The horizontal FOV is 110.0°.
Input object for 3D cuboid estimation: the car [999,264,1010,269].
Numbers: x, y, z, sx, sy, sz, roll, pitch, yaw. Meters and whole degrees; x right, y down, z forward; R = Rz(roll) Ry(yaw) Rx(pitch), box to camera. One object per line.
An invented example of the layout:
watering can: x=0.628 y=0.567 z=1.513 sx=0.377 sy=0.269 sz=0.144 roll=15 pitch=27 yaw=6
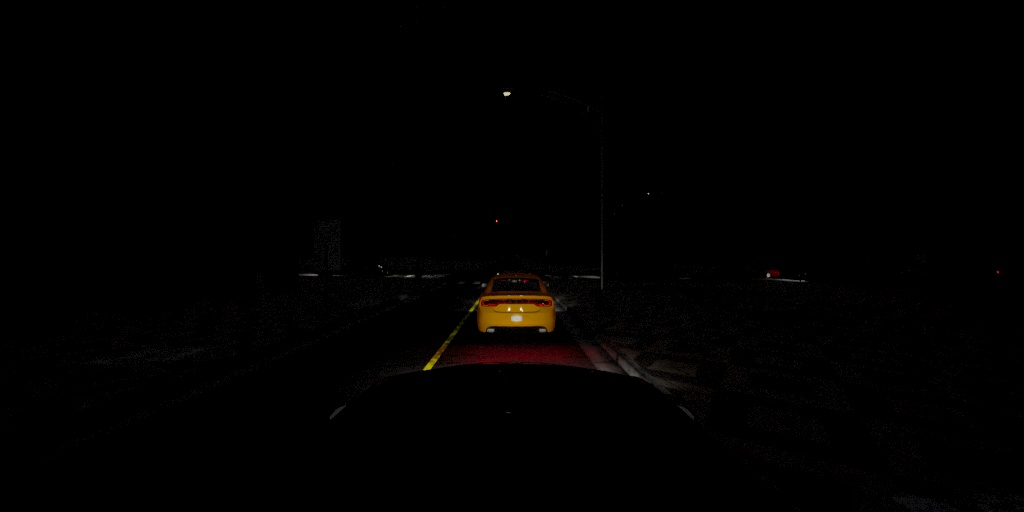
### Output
car: x=48.972 y=1.771 z=33.564 sx=5.566 sy=2.045 sz=2.150 roll=1 pitch=0 yaw=0

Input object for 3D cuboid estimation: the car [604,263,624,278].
car: x=11.907 y=1.448 z=36.794 sx=4.892 sy=1.490 sz=1.837 roll=1 pitch=0 yaw=0

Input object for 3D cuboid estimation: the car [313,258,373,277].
car: x=-14.760 y=1.110 z=30.863 sx=4.403 sy=1.370 sz=2.007 roll=0 pitch=0 yaw=0

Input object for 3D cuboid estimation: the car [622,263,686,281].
car: x=12.147 y=1.517 z=30.936 sx=4.313 sy=1.339 sz=1.948 roll=0 pitch=0 yaw=0

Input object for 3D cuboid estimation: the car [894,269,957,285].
car: x=34.720 y=1.857 z=30.917 sx=4.507 sy=1.381 sz=1.888 roll=0 pitch=0 yaw=0

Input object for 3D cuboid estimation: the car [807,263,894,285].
car: x=29.077 y=1.534 z=30.922 sx=5.009 sy=1.841 sz=2.192 roll=0 pitch=0 yaw=0

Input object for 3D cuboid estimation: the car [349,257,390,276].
car: x=-13.877 y=0.922 z=33.575 sx=4.553 sy=1.767 sz=2.097 roll=1 pitch=0 yaw=1

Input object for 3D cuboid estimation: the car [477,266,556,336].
car: x=0.105 y=1.226 z=10.384 sx=1.882 sy=1.535 sz=5.008 roll=0 pitch=0 yaw=0

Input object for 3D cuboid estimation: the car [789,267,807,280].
car: x=31.890 y=1.765 z=36.768 sx=4.892 sy=1.490 sz=1.837 roll=1 pitch=0 yaw=0

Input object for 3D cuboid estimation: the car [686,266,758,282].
car: x=17.960 y=1.564 z=30.932 sx=4.829 sy=1.417 sz=1.751 roll=0 pitch=0 yaw=0

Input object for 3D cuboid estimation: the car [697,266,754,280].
car: x=21.824 y=1.699 z=36.785 sx=4.718 sy=1.301 sz=1.895 roll=1 pitch=0 yaw=0

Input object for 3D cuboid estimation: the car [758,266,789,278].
car: x=29.092 y=1.757 z=39.448 sx=4.507 sy=1.381 sz=1.888 roll=0 pitch=0 yaw=0

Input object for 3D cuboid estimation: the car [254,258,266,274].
car: x=-23.875 y=0.924 z=33.629 sx=4.902 sy=1.511 sz=2.128 roll=1 pitch=0 yaw=0

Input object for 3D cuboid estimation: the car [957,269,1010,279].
car: x=40.371 y=1.989 z=30.912 sx=4.207 sy=1.307 sz=1.802 roll=0 pitch=0 yaw=0

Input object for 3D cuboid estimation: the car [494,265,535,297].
car: x=0.114 y=1.293 z=20.211 sx=2.033 sy=1.411 sz=5.357 roll=0 pitch=0 yaw=0
